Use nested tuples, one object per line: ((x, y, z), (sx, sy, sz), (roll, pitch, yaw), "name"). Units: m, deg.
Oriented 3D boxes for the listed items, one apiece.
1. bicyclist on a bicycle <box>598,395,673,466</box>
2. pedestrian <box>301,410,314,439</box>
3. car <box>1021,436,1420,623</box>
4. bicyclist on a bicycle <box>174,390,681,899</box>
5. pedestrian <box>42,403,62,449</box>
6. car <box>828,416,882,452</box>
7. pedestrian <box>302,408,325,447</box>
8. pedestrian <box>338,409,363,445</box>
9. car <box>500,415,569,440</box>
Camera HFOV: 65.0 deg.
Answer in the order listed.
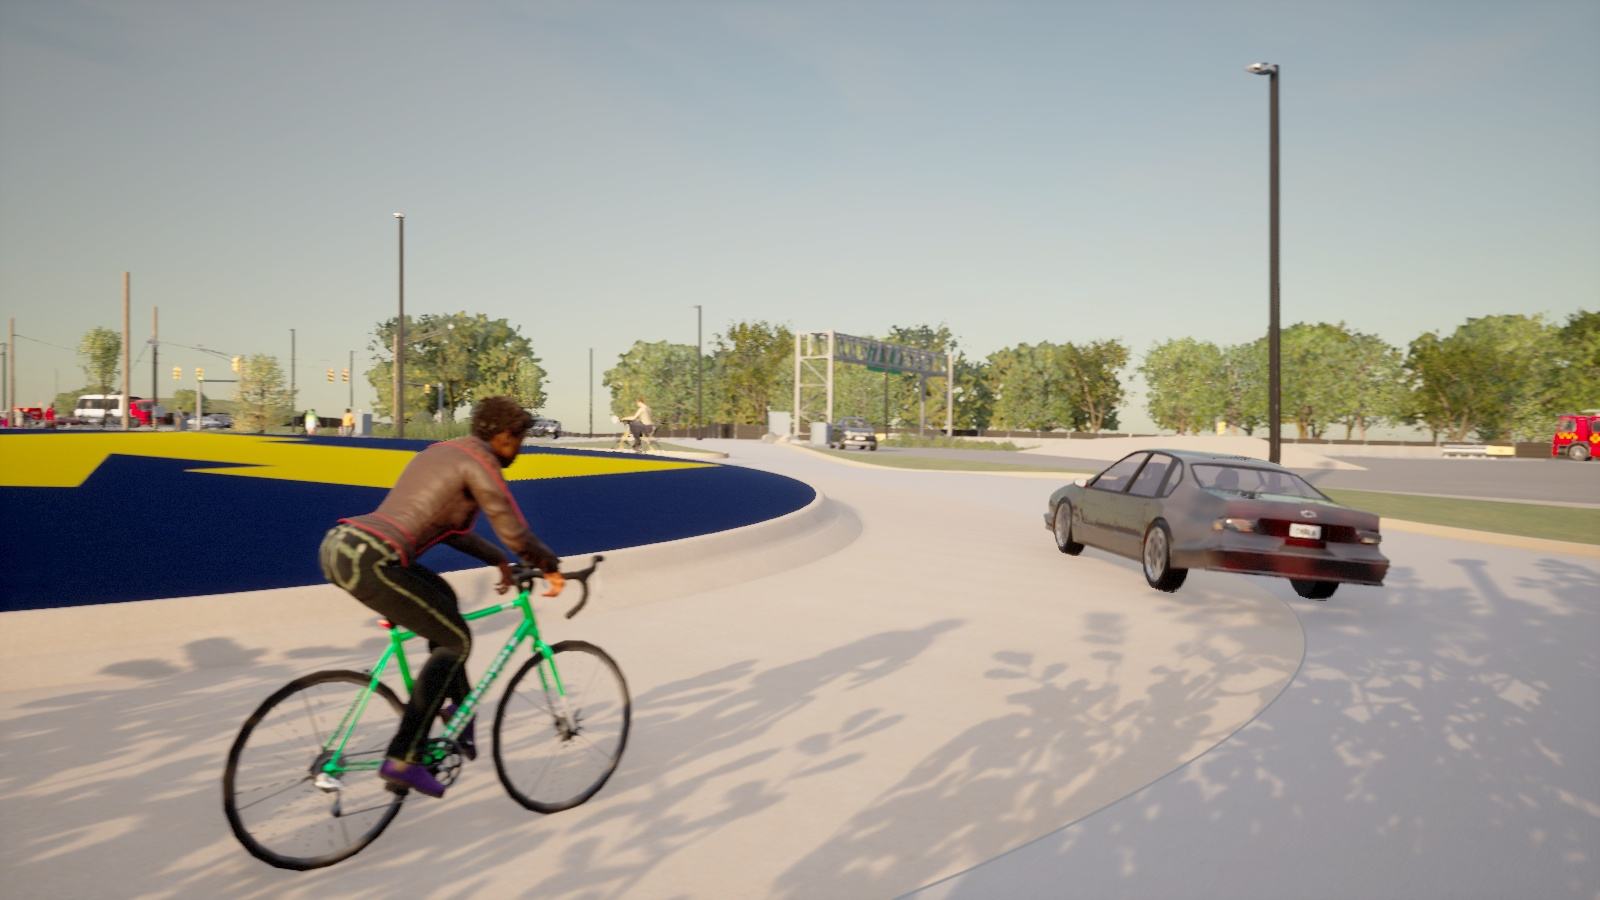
((-3.906, -0.468, 29.834), (1.509, 1.612, 0.866), (3, 2, 30), "bicyclist on a bicycle")
((-31.307, -1.613, 79.814), (0.703, 1.840, 0.431), (0, 0, 25), "pedestrian")
((4.226, 0.685, 13.843), (2.033, 1.411, 5.357), (5, 1, -6), "car")
((-1.287, 0.626, 4.580), (1.656, 1.620, 0.582), (0, 3, -45), "bicyclist on a bicycle")
((-30.334, -0.980, 50.947), (0.331, 1.846, 0.636), (0, 0, 22), "pedestrian")
((2.517, -0.778, 58.414), (1.789, 1.549, 3.705), (2, 1, -8), "car")
((-24.654, -1.130, 63.586), (0.659, 1.952, 0.873), (0, 0, 22), "pedestrian")
((-23.280, -1.183, 65.063), (0.874, 1.855, 0.900), (0, 0, 15), "pedestrian")
((-16.337, -1.389, 77.109), (2.128, 1.511, 4.902), (-1, 1, -39), "car")
